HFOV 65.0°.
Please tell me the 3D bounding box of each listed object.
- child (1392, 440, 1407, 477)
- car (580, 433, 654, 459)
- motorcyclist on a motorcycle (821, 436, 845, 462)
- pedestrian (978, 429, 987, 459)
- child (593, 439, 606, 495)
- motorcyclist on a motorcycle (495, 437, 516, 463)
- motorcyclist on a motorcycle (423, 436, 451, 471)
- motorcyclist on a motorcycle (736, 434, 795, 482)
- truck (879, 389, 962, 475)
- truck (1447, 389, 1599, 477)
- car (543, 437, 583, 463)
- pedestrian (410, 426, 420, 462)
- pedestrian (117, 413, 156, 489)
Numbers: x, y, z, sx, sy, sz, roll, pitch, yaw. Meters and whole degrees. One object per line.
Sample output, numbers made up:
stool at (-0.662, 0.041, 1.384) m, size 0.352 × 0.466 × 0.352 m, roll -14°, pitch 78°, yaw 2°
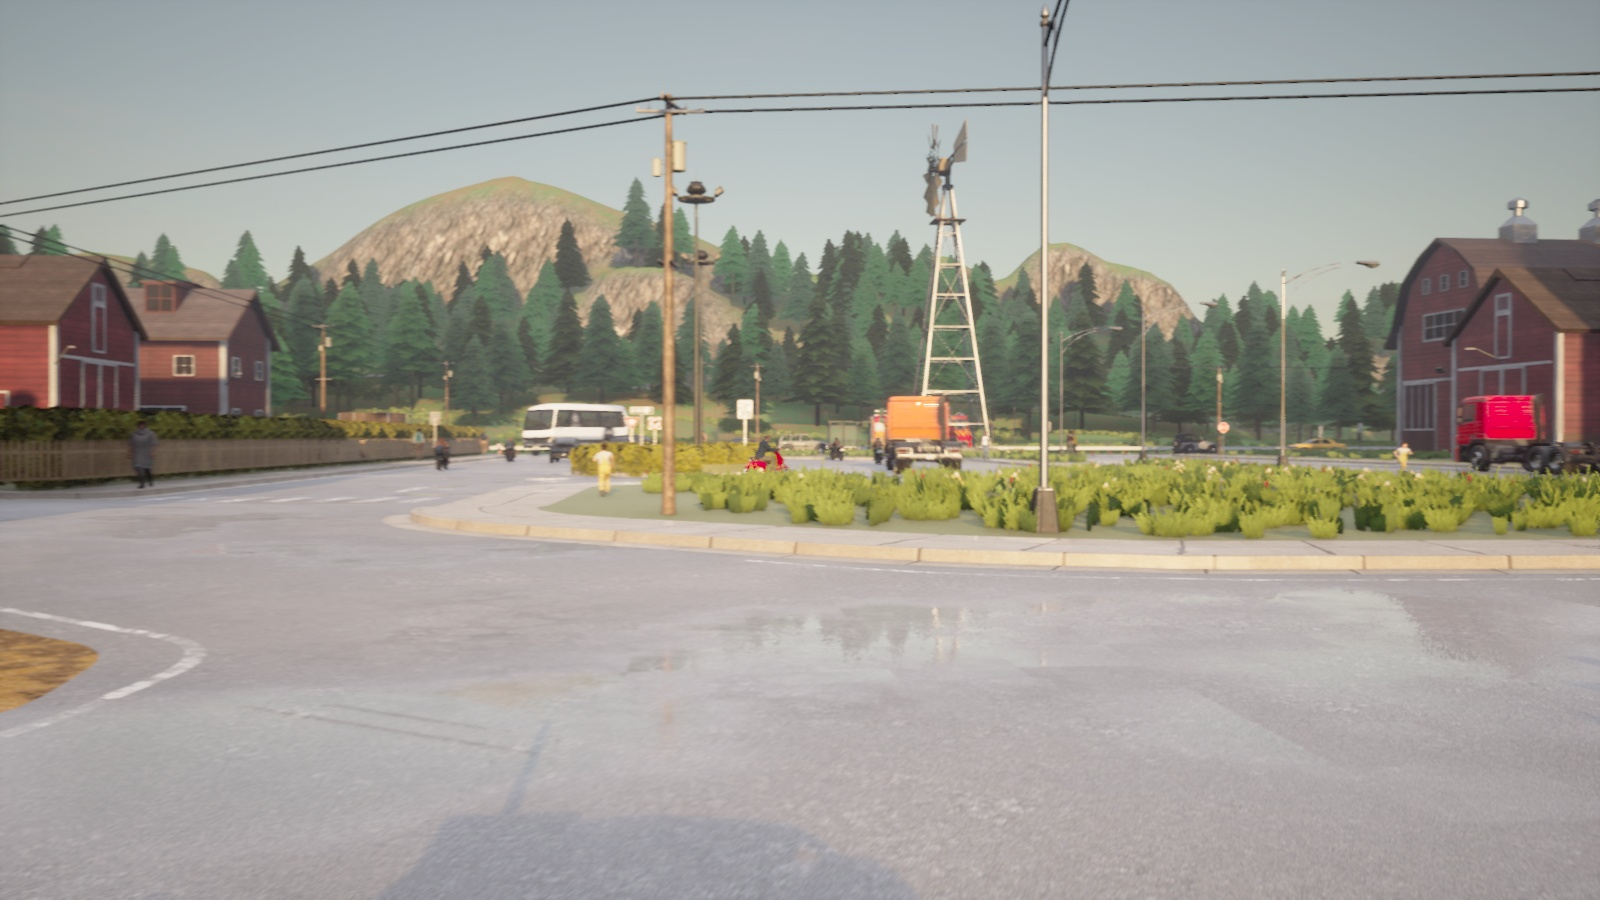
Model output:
child at (20.377, 0.291, 42.692) m, size 0.270 × 1.263 × 0.437 m, roll 0°, pitch 1°, yaw -6°
car at (-12.517, -0.299, 86.090) m, size 4.553 × 1.767 × 2.097 m, roll 0°, pitch 0°, yaw 16°
motorcyclist on a motorcycle at (2.078, -0.072, 79.311) m, size 0.797 × 1.523 × 2.044 m, roll 0°, pitch 2°, yaw -22°
pedestrian at (11.077, -0.352, 76.244) m, size 0.354 × 1.836 × 0.706 m, roll 0°, pitch 1°, yaw -8°
child at (-4.542, 0.379, 28.463) m, size 0.270 × 1.263 × 0.437 m, roll 0°, pitch 1°, yaw -12°
motorcyclist on a motorcycle at (-17.564, -0.021, 74.969) m, size 0.866 × 1.530 × 2.191 m, roll 0°, pitch 1°, yaw -5°
motorcyclist on a motorcycle at (-15.934, 0.131, 55.176) m, size 0.797 × 1.523 × 2.044 m, roll 0°, pitch 1°, yaw -5°
motorcyclist on a motorcycle at (-1.163, 0.266, 42.267) m, size 1.817 × 1.590 × 0.866 m, roll 0°, pitch 0°, yaw -24°
truck at (5.107, -0.781, 54.641) m, size 2.891 × 3.462 × 7.936 m, roll 0°, pitch 1°, yaw 0°
truck at (31.270, -0.711, 53.363) m, size 2.891 × 3.462 × 7.936 m, roll 0°, pitch 1°, yaw -5°
car at (-14.029, -0.040, 74.682) m, size 1.837 × 1.490 × 4.892 m, roll 0°, pitch 1°, yaw -5°
pedestrian at (-21.006, -0.342, 68.483) m, size 0.396 × 1.930 × 0.692 m, roll 0°, pitch 1°, yaw -6°
pedestrian at (-17.239, 0.031, 32.648) m, size 0.659 × 1.952 × 0.873 m, roll 0°, pitch 1°, yaw -10°
